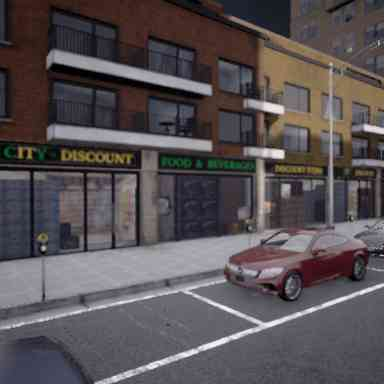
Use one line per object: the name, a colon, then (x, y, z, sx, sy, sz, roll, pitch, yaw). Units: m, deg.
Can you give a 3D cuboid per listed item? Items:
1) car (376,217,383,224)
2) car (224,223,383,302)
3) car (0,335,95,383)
car: (7.184, 1.478, 11.324, 4.403, 1.369, 2.008, 0, 0, -36)
car: (2.694, 1.542, 8.115, 4.206, 1.307, 1.802, 0, 0, -36)
car: (-2.875, 1.559, 1.014, 5.357, 1.411, 2.033, 0, 0, -36)
